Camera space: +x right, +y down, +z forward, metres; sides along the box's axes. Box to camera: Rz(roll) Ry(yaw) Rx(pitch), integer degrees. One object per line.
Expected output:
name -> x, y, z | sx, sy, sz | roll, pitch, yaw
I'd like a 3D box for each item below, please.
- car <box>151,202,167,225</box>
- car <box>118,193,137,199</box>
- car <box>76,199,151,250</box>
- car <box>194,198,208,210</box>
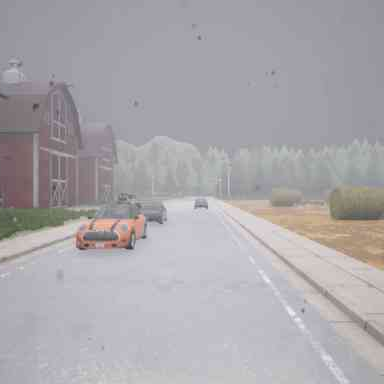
car -> -2.927, 1.518, 24.602 | 1.837, 1.490, 4.892 | 0, 0, 2
car -> -6.787, 1.164, 36.458 | 1.905, 1.878, 3.866 | 8, -3, -41
car -> -3.275, 1.360, 14.330 | 2.097, 1.767, 4.553 | 0, 0, 2
car -> 1.214, 1.564, 44.485 | 2.033, 1.411, 5.357 | 0, 0, 0
